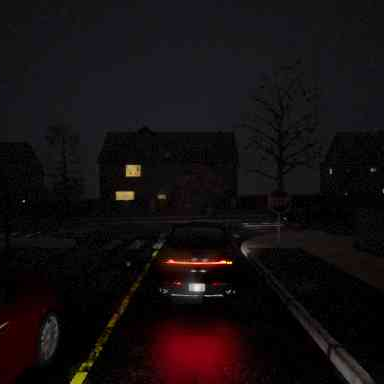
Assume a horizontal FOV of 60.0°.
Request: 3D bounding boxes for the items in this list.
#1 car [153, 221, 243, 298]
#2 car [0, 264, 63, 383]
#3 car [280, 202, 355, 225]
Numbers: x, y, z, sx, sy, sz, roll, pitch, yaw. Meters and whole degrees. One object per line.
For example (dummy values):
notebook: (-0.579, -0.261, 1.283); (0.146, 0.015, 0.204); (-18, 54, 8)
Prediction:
car: (0.187, 1.505, 8.520); (1.837, 1.490, 4.892); (0, 0, 2)
car: (-2.778, 1.525, 3.086); (1.812, 1.442, 4.674); (0, 0, 1)
car: (8.185, 1.345, 21.517); (4.718, 1.301, 1.895); (-1, 1, -3)
